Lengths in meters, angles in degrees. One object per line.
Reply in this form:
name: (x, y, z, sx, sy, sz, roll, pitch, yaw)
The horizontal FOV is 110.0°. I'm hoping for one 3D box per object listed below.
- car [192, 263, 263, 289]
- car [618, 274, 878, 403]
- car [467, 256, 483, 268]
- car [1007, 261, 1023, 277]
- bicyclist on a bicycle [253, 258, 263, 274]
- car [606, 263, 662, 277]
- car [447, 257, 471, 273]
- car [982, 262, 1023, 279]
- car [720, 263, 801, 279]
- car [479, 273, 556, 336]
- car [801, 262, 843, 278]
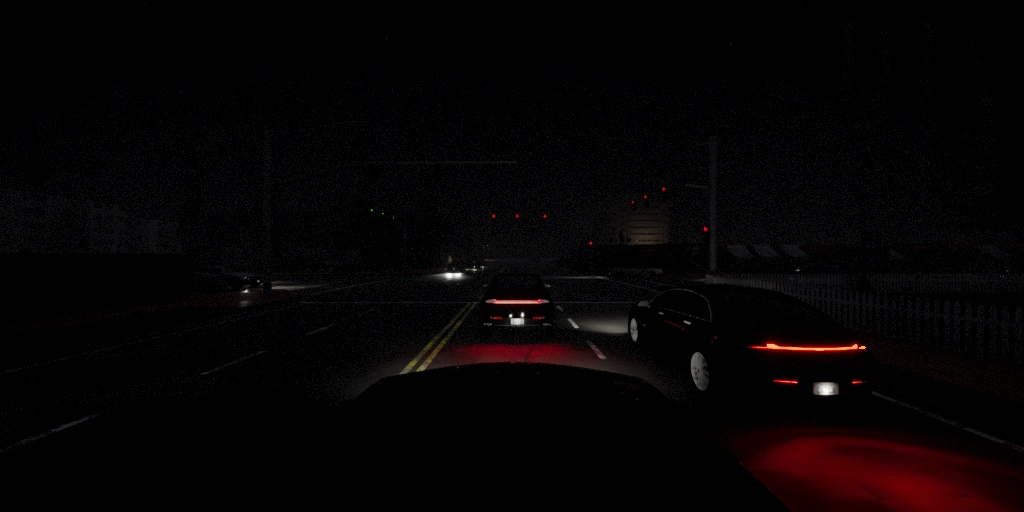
car: (-18.142, 1.276, 22.329, 4.674, 1.442, 1.812, 0, 0, 0)
car: (3.591, 1.255, 6.484, 1.837, 1.490, 4.892, 0, 0, 1)
car: (-6.654, 0.972, 59.590, 2.150, 2.045, 5.566, 0, 0, 3)
car: (50.699, 1.260, 34.050, 4.892, 1.490, 1.837, 0, 0, -1)
bicyclist on a bicycle: (-26.143, 1.051, 36.925, 0.582, 1.620, 1.656, 0, 0, -3)
car: (11.284, 1.351, 33.433, 4.718, 1.301, 1.895, 0, 0, -1)
car: (-6.802, 1.241, 44.462, 2.128, 1.511, 4.902, 0, 0, 1)
car: (43.088, 1.242, 30.473, 4.902, 1.511, 2.128, 0, 0, -1)
car: (20.586, 1.297, 30.093, 5.357, 1.411, 2.033, 0, 0, -1)
car: (0.138, 1.242, 10.391, 2.128, 1.511, 4.902, 0, 0, 0)
car: (28.346, 1.276, 33.718, 4.674, 1.442, 1.812, 0, 0, -1)
